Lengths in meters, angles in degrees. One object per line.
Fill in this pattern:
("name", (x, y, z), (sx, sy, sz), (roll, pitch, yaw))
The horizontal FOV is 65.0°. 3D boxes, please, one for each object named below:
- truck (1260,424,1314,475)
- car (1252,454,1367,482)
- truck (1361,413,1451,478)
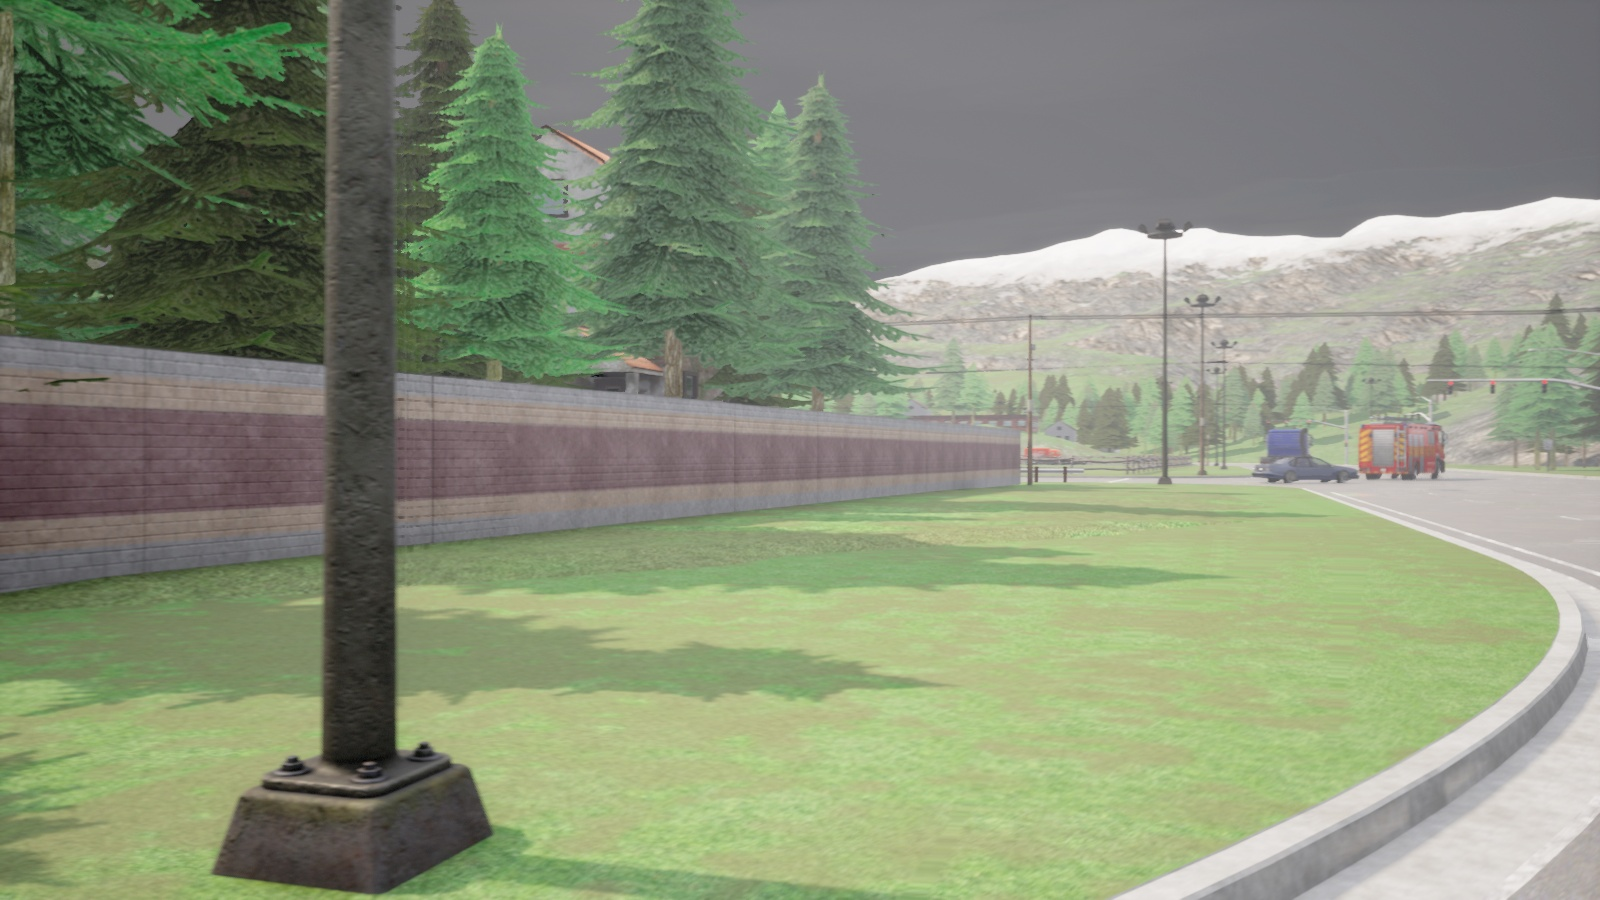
("truck", (34.668, -0.031, 89.261), (2.891, 3.462, 7.936), (0, 0, 26))
("car", (26.802, 0.945, 66.141), (5.357, 1.411, 2.033), (0, 0, -9))
("truck", (37.658, -0.258, 77.874), (2.891, 3.827, 8.468), (0, 0, 41))
